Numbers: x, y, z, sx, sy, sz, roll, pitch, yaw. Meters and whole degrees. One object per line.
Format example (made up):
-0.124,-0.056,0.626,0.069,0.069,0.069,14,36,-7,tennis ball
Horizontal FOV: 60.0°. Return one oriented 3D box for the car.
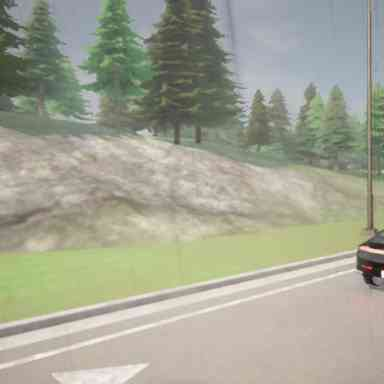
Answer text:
5.835,1.402,7.903,4.902,1.511,2.128,0,0,-35,car
